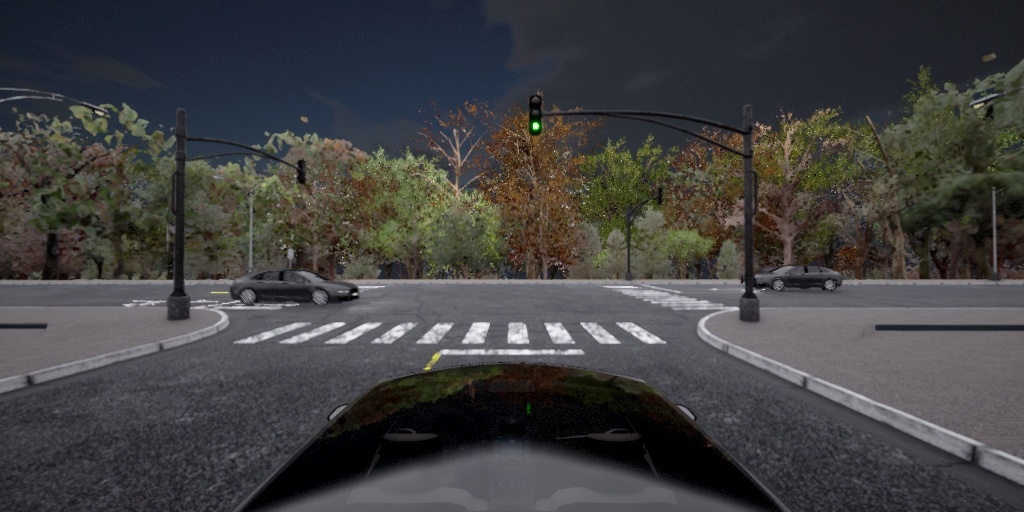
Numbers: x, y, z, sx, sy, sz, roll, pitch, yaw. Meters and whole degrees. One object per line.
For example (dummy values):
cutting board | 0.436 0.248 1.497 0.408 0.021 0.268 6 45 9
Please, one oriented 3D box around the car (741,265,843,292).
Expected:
car | 16.552 1.281 21.146 4.892 1.490 1.837 0 -1 1

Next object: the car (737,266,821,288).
car | 18.008 1.384 24.365 4.181 1.385 1.994 0 -1 1

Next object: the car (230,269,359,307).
car | -8.960 1.311 14.985 4.892 1.490 1.837 1 -1 1
